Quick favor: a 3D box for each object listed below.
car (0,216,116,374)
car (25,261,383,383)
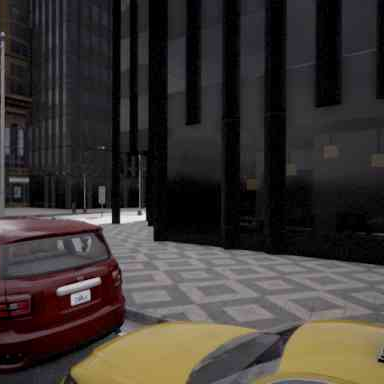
[{"bbox_3d":[-3.242,1.313,5.271,5.009,1.841,2.192,0,0,36],"label":"car"},{"bbox_3d":[1.036,1.525,2.220,4.829,1.417,1.752,0,0,36],"label":"car"}]
